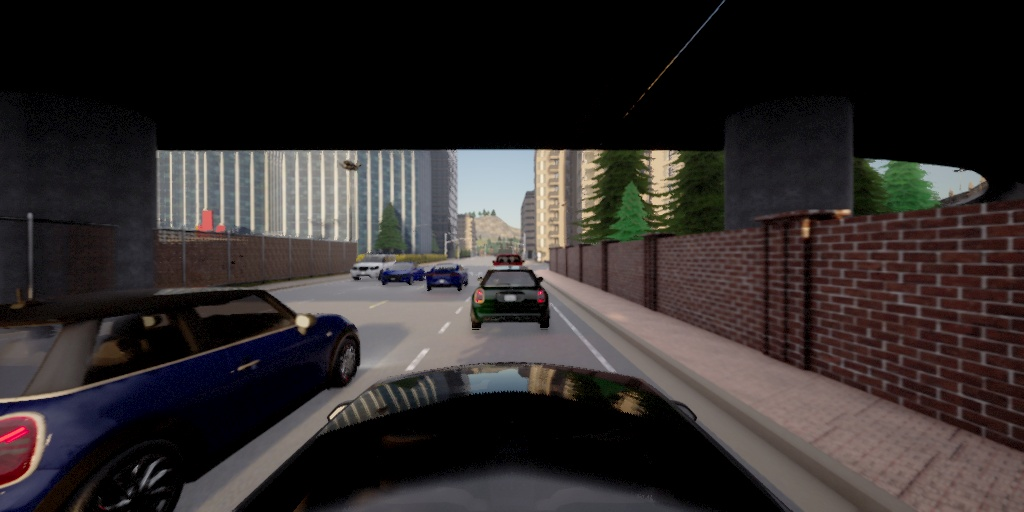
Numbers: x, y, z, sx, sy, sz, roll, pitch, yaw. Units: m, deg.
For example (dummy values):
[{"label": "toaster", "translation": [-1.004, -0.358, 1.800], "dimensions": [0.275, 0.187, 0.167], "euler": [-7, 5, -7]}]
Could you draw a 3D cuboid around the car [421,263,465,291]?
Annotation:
[{"label": "car", "translation": [-3.674, 1.148, 21.055], "dimensions": [1.882, 1.535, 5.008], "euler": [0, 0, -1]}]

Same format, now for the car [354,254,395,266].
[{"label": "car", "translation": [-10.954, 0.889, 29.076], "dimensions": [2.150, 2.045, 5.566], "euler": [0, 0, 0]}]

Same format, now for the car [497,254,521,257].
[{"label": "car", "translation": [-0.239, 0.855, 25.414], "dimensions": [2.150, 2.045, 5.566], "euler": [0, 0, -1]}]

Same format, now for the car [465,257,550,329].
[{"label": "car", "translation": [-0.053, 1.057, 11.195], "dimensions": [2.097, 1.767, 4.553], "euler": [0, 1, 0]}]

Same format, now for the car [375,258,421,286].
[{"label": "car", "translation": [-7.409, 1.148, 24.722], "dimensions": [1.882, 1.535, 5.008], "euler": [0, 0, -1]}]

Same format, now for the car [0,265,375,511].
[{"label": "car", "translation": [-3.512, 1.109, 3.998], "dimensions": [2.097, 1.767, 4.553], "euler": [0, 0, 0]}]
